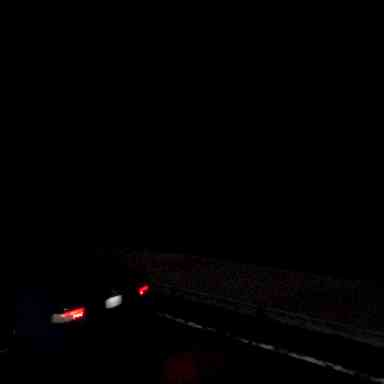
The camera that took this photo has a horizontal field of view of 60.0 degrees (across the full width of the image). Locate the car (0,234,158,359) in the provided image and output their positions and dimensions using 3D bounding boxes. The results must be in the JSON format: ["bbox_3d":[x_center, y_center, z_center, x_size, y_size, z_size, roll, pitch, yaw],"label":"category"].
[{"bbox_3d":[-3.088,1.482,5.889,5.357,1.411,2.033,1,0,35],"label":"car"}]
